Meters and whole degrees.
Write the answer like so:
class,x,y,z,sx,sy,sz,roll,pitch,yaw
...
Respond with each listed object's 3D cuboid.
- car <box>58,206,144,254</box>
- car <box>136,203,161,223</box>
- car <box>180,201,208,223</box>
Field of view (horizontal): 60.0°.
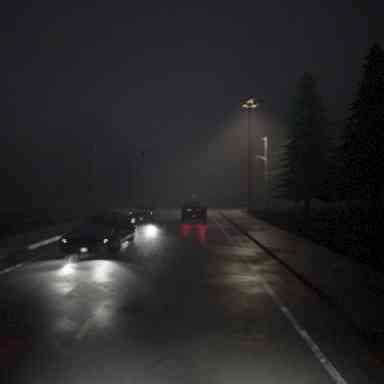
class,x,y,z,sx,sy,sz,roll,pitch,yaw
car,-3.524,1.516,13.573,2.033,1.411,5.357,0,0,1
car,-3.507,1.542,25.315,1.895,1.301,4.718,0,0,1
car,0.145,1.434,25.125,2.128,1.511,4.902,0,0,0
